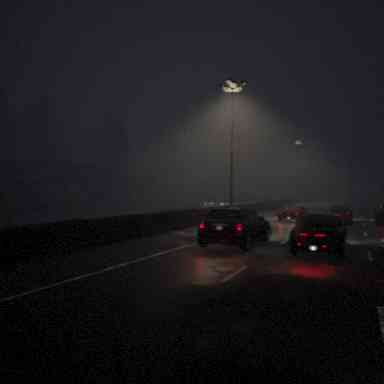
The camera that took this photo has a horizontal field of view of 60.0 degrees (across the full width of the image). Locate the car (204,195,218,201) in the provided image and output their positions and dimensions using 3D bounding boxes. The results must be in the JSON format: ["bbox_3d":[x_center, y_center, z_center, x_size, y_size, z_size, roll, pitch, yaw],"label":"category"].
[{"bbox_3d":[4.237,1.374,66.552,2.033,1.411,5.357,0,1,27],"label":"car"}]

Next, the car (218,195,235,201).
[{"bbox_3d":[7.458,1.341,65.195,2.128,1.511,4.902,0,1,27],"label":"car"}]

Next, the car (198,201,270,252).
[{"bbox_3d":[2.035,1.446,14.882,2.097,1.767,4.553,0,0,27],"label":"car"}]

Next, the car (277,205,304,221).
[{"bbox_3d":[8.620,1.741,28.142,1.895,1.301,4.718,0,0,27],"label":"car"}]

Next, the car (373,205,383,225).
[{"bbox_3d":[14.998,1.689,25.238,1.837,1.490,4.892,0,1,27],"label":"car"}]

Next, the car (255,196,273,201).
[{"bbox_3d":[13.814,1.449,62.297,1.994,1.385,4.181,0,1,27],"label":"car"}]

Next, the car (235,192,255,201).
[{"bbox_3d":[10.606,1.088,63.675,2.150,2.045,5.566,0,1,27],"label":"car"}]

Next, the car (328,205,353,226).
[{"bbox_3d":[11.826,1.726,26.715,1.994,1.385,4.181,0,0,27],"label":"car"}]

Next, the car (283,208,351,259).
[{"bbox_3d":[5.201,1.624,13.391,1.837,1.490,4.892,0,0,27],"label":"car"}]
